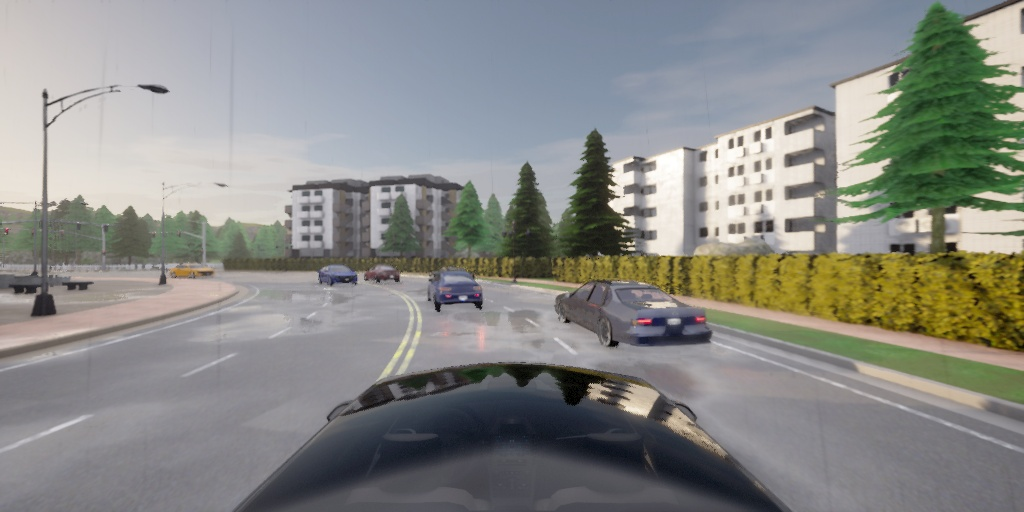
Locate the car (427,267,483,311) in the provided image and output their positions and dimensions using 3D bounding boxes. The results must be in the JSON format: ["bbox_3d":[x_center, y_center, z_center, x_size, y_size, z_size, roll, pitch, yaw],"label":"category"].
[{"bbox_3d":[-2.485,1.360,15.113,1.812,1.442,4.674,0,0,-18],"label":"car"}]

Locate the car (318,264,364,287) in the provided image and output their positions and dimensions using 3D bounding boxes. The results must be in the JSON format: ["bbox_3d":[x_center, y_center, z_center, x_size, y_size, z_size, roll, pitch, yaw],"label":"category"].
[{"bbox_3d":[-13.260,1.414,27.216,1.882,1.535,5.008,0,-1,-40],"label":"car"}]

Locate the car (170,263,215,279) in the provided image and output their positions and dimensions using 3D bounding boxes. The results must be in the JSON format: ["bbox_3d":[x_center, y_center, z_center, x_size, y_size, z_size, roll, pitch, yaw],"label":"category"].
[{"bbox_3d":[-33.125,1.533,37.197,5.008,1.535,1.882,0,-1,20],"label":"car"}]

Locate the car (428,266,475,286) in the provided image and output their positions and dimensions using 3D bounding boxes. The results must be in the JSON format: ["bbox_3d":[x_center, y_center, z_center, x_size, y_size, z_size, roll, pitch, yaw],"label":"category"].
[{"bbox_3d":[-4.786,1.514,27.831,1.895,1.301,4.718,0,0,-33],"label":"car"}]

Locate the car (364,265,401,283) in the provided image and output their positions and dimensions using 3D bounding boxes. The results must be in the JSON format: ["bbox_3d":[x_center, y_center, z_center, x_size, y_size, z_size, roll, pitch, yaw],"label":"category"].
[{"bbox_3d":[-10.987,1.472,30.212,1.812,1.442,4.674,0,-1,-39],"label":"car"}]

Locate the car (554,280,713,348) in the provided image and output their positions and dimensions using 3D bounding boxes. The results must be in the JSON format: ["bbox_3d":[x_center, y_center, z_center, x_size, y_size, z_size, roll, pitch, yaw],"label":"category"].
[{"bbox_3d":[2.690,1.333,9.414,2.033,1.411,5.357,0,0,-10],"label":"car"}]
